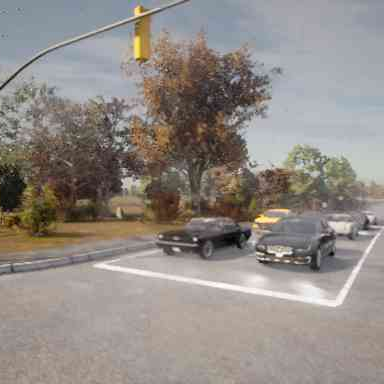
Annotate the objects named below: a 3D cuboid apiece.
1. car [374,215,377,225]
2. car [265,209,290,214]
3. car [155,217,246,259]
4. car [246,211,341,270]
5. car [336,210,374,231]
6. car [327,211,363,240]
[{"bbox_3d":[19.106,2.875,36.572,1.812,1.442,4.674,0,-3,32],"label":"car"},{"bbox_3d":[5.533,1.858,21.209,1.882,1.535,5.008,0,-2,32],"label":"car"},{"bbox_3d":[0.634,1.703,13.263,1.895,1.301,4.718,0,-1,32],"label":"car"},{"bbox_3d":[3.767,1.610,11.640,1.837,1.490,4.892,0,-1,31],"label":"car"},{"bbox_3d":[13.688,2.387,27.816,2.033,1.411,5.357,0,-3,31],"label":"car"},{"bbox_3d":[8.594,1.985,19.502,1.895,1.301,4.718,0,-2,31],"label":"car"}]
